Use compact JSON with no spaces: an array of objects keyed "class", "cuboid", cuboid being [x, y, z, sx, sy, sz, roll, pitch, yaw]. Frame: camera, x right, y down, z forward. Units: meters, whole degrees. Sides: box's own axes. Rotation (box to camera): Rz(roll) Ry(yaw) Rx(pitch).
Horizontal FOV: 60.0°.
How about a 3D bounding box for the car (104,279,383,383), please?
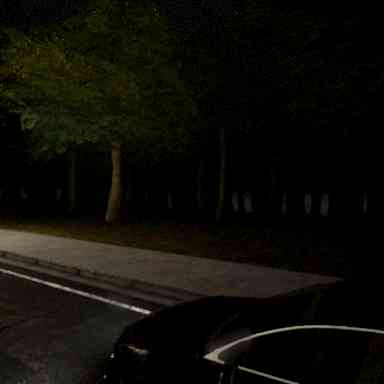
[{"class":"car","cuboid":[1.384,1.503,2.575,4.892,1.490,1.837,0,0,36]}]
